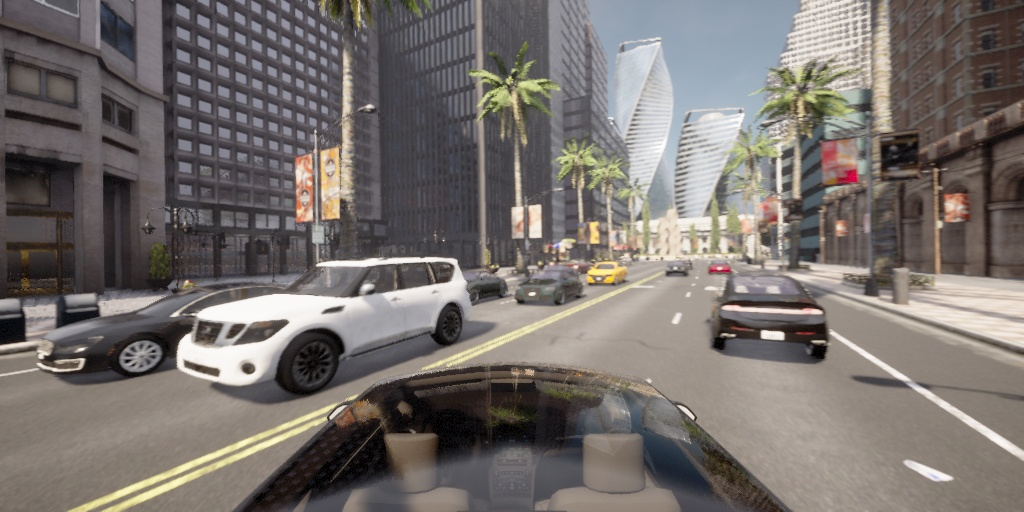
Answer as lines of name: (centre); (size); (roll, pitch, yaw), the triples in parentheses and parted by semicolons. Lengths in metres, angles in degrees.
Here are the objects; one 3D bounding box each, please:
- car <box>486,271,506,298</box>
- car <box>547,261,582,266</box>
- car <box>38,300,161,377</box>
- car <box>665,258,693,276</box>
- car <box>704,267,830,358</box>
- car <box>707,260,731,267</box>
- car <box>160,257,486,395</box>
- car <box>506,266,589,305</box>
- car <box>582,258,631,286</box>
car: (-1.866, 1.395, 16.826); (1.994, 1.385, 4.181); (-1, 0, 29)
car: (3.255, 1.313, 26.162); (2.033, 1.411, 5.357); (-1, 0, 30)
car: (-6.655, 1.398, 8.084); (1.837, 1.490, 4.892); (-1, 0, 29)
car: (15.383, 1.112, 33.423); (2.033, 1.411, 5.357); (-1, 0, 28)
car: (5.688, 1.157, 8.367); (2.128, 1.511, 4.902); (-1, 0, 29)
car: (20.093, 1.046, 34.822); (1.994, 1.385, 4.181); (-1, 0, 28)
car: (-3.047, 1.046, 7.400); (2.150, 2.045, 5.566); (-1, 0, 29)
car: (1.753, 1.326, 16.160); (1.994, 1.385, 4.181); (-1, 0, 29)
car: (6.780, 1.176, 25.322); (1.882, 1.535, 5.008); (-1, 0, 29)
